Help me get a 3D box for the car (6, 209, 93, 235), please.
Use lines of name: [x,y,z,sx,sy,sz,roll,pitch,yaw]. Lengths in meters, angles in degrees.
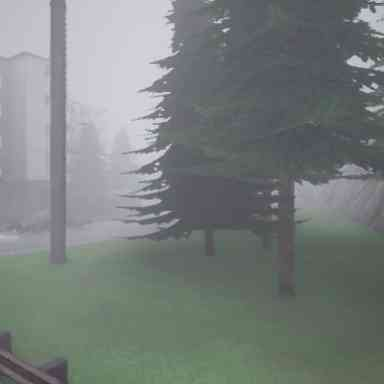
car: [-8.873,1.798,21.327,2.033,1.411,5.357,0,0,29]
